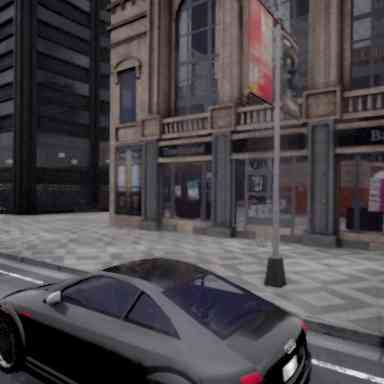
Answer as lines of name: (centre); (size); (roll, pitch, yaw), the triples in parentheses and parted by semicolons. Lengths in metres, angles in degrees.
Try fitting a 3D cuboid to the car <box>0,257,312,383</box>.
car: (-0.739, 1.563, 4.194); (4.181, 1.385, 1.994); (0, 0, 36)
